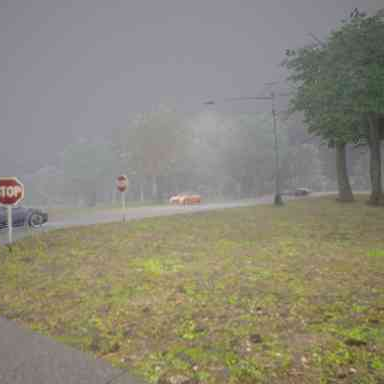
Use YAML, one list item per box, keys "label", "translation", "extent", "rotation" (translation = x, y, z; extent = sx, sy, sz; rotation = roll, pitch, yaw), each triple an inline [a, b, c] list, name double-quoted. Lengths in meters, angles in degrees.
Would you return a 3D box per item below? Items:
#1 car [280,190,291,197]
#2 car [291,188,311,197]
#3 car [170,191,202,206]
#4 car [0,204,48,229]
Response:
- label: "car"
  translation: [19.320, 0.223, 69.531]
  extent: [2.033, 1.411, 5.357]
  rotation: [-4, -1, 34]
- label: "car"
  translation: [19.317, 0.023, 57.931]
  extent: [1.882, 1.535, 5.008]
  rotation: [-3, -1, 30]
- label: "car"
  translation: [-0.721, 0.735, 40.190]
  extent: [2.097, 1.767, 4.553]
  rotation: [-4, -1, 34]
- label: "car"
  translation: [-9.032, 1.129, 15.572]
  extent: [1.994, 1.385, 4.181]
  rotation: [-3, 0, 34]
